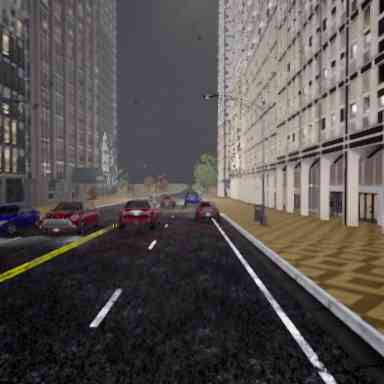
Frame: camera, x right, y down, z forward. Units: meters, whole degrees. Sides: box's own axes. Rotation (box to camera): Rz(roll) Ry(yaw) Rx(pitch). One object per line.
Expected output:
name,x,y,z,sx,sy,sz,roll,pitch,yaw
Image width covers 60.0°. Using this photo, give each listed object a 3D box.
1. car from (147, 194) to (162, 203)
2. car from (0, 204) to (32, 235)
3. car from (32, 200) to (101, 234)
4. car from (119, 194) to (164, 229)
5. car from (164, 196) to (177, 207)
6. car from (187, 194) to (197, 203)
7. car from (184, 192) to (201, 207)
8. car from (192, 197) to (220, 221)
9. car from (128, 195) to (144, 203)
car,-6.551,1.145,58.896,2.128,1.511,4.902,0,0,1
car,-9.848,1.425,18.105,1.812,1.442,4.674,0,0,0
car,-6.597,1.249,18.401,2.097,1.767,4.553,0,0,0
car,-3.153,1.233,20.942,2.097,1.767,4.553,0,0,0
car,-3.148,1.266,45.052,1.812,1.442,4.674,0,0,0
car,0.003,1.173,59.774,1.812,1.442,4.674,0,0,0
car,0.023,0.956,46.307,2.150,2.045,5.566,0,1,1
car,1.138,1.382,25.573,1.812,1.442,4.674,0,0,0
car,-9.795,1.257,58.480,1.895,1.301,4.718,0,0,1
